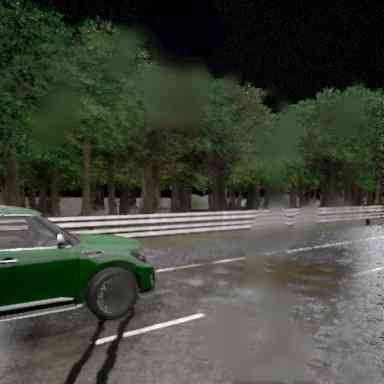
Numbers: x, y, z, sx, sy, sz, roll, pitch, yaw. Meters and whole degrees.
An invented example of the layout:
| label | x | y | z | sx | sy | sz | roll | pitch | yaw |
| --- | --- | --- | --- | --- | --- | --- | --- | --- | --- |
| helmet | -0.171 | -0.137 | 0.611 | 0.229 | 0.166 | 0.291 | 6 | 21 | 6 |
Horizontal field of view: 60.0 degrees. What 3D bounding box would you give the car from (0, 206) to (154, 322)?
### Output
| label | x | y | z | sx | sy | sz | roll | pitch | yaw |
| --- | --- | --- | --- | --- | --- | --- | --- | --- | --- |
| car | -3.386 | 1.225 | 5.650 | 5.566 | 2.045 | 2.150 | 1 | 0 | -36 |
